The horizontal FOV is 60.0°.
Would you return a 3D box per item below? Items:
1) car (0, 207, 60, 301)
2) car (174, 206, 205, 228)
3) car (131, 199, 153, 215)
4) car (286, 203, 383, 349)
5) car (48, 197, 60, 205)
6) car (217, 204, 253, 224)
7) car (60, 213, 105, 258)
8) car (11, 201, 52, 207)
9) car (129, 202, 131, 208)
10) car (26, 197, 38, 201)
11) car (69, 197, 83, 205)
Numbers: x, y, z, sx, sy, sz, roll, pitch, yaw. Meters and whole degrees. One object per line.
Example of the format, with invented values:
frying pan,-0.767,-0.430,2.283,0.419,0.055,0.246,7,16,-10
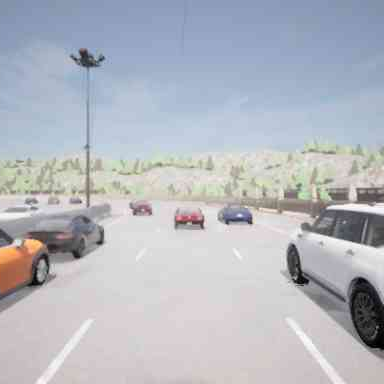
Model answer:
car,-4.600,1.361,6.554,2.097,1.767,4.553,0,0,-1
car,-0.255,1.592,22.110,1.895,1.301,4.718,0,0,-3
car,-4.944,1.525,33.295,1.812,1.442,4.674,0,0,-10
car,3.552,1.209,6.371,2.150,2.045,5.566,0,0,-1
car,-25.186,1.564,60.617,1.812,1.442,4.674,0,0,-27
car,3.067,1.545,24.349,1.994,1.385,4.181,0,0,-4
car,-4.657,1.534,12.584,1.812,1.442,4.674,0,0,-1
car,-10.984,1.546,21.451,1.812,1.442,4.674,0,0,-3
car,-7.216,1.602,43.989,1.895,1.301,4.718,0,0,-17
car,-29.563,1.601,61.376,1.994,1.385,4.181,0,0,-28
car,-21.182,1.580,60.608,2.033,1.411,5.357,0,0,-27
